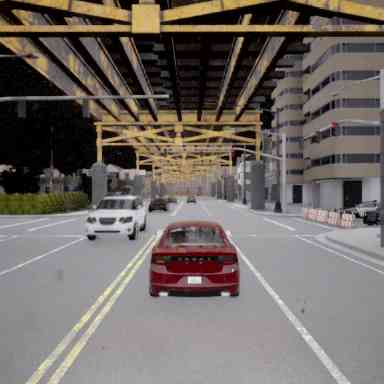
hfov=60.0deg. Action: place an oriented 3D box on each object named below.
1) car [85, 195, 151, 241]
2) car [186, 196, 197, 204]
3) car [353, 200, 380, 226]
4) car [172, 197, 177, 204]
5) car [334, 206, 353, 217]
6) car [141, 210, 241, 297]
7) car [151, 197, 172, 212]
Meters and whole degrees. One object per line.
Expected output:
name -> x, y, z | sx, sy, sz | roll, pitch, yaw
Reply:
car -> -3.637, 1.209, 16.943 | 2.150, 2.045, 5.566 | 0, 0, 0
car -> -0.129, 1.466, 63.273 | 2.033, 1.411, 5.357 | 0, 0, 0
car -> 13.218, 1.397, 21.292 | 4.974, 1.542, 2.038 | 0, 0, -20
car -> -3.653, 1.495, 59.272 | 1.994, 1.385, 4.181 | 0, 0, 0
car -> 13.583, 1.233, 25.430 | 4.536, 1.218, 1.853 | 0, 0, 25
car -> 0.055, 1.468, 8.598 | 1.882, 1.535, 5.008 | 0, 0, 0
car -> -3.659, 1.437, 37.881 | 1.882, 1.535, 5.008 | 0, 1, 1
